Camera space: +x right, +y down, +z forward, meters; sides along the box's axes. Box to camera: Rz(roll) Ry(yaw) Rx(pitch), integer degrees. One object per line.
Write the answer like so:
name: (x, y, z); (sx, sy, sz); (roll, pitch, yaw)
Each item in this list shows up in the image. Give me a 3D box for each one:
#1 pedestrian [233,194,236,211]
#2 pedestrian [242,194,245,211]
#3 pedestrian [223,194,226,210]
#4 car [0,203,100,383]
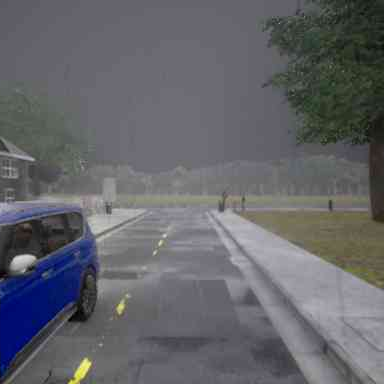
pedestrian: (4.506, 1.095, 35.254); (0.375, 1.860, 0.375); (0, 0, 0)
pedestrian: (5.506, 1.121, 35.854); (0.375, 1.860, 0.375); (0, 0, 0)
pedestrian: (3.506, 1.079, 36.454); (0.375, 1.860, 0.375); (0, 0, 0)
car: (-2.851, 1.214, 4.274); (2.150, 2.045, 5.566); (0, 0, 0)
